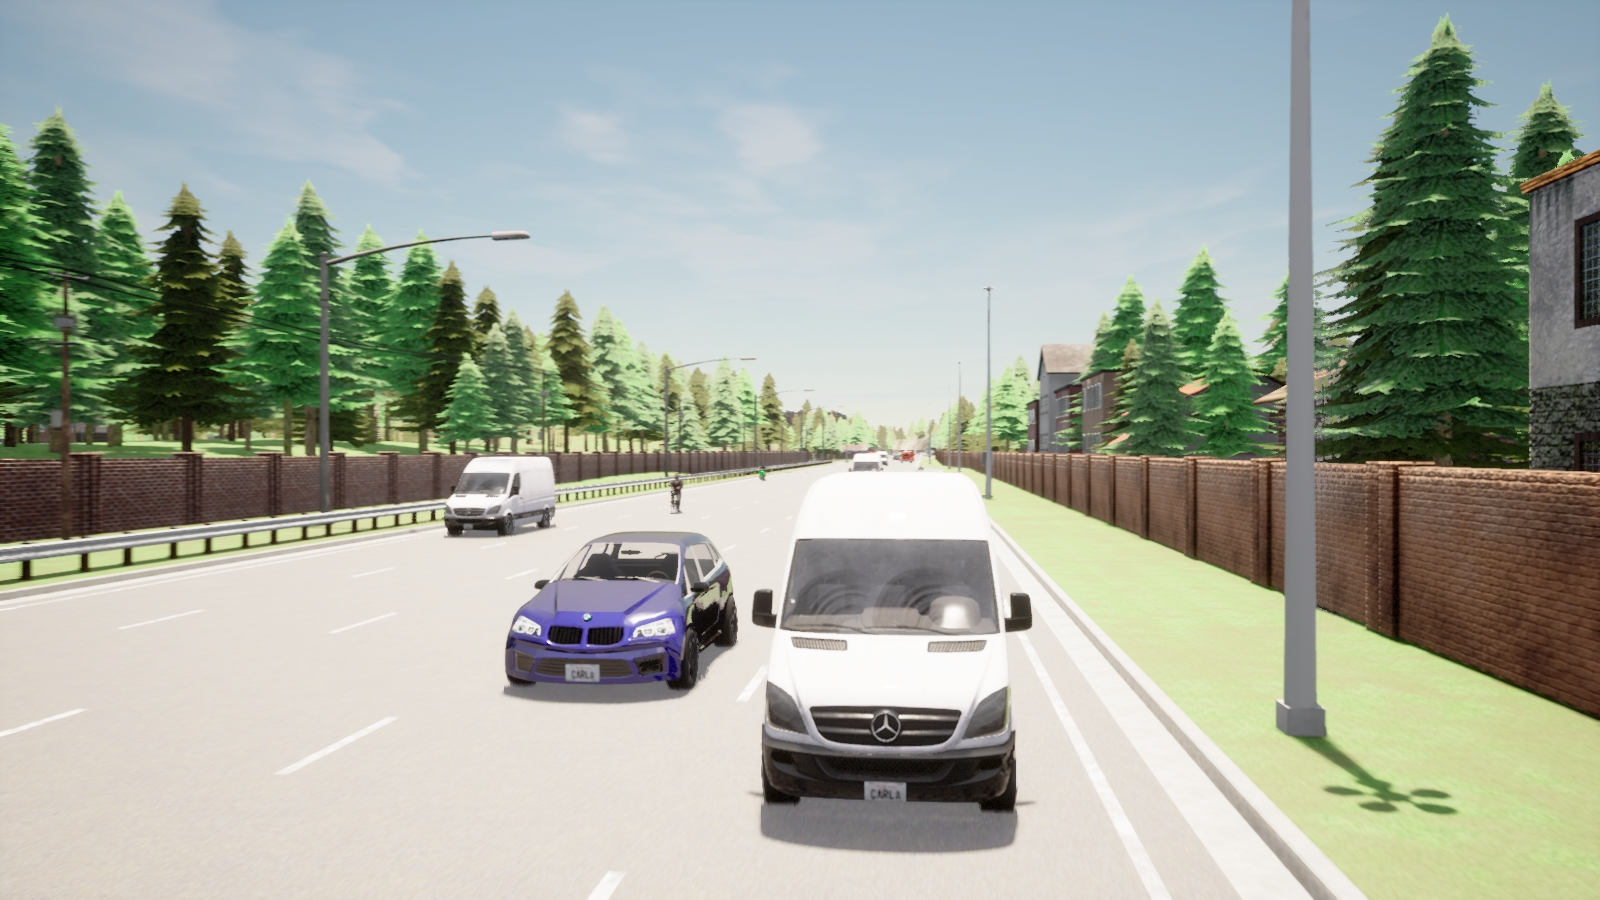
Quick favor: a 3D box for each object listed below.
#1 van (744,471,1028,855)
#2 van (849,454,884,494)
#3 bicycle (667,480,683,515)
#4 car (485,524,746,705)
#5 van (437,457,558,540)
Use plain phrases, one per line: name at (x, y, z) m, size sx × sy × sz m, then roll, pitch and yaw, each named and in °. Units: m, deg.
van at (0.912, 1.535, 10.983) m, size 1.988 × 2.561 × 5.915 m, roll 0°, pitch 0°, yaw 6°
van at (4.493, 1.536, 76.417) m, size 1.988 × 2.561 × 5.915 m, roll 0°, pitch 0°, yaw 6°
bicycle at (-5.435, 2.058, 49.836) m, size 0.329 × 1.471 × 1.835 m, roll 0°, pitch 0°, yaw 6°
car at (-2.169, 1.967, 14.976) m, size 2.242 × 1.667 × 4.611 m, roll 0°, pitch 0°, yaw 6°
van at (-10.141, 1.530, 38.887) m, size 1.988 × 2.561 × 5.915 m, roll 0°, pitch 0°, yaw 6°
